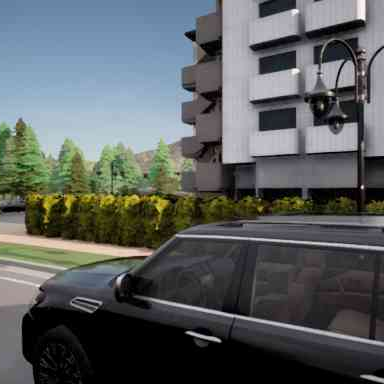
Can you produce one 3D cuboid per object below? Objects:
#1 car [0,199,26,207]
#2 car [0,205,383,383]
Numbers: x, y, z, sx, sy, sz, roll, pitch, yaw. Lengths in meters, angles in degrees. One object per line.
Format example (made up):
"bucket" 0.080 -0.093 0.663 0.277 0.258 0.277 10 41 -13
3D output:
"car" -18.192 1.486 33.490 2.128 1.511 4.902 0 0 33
"car" 0.743 1.221 3.139 5.566 2.045 2.150 0 0 34
